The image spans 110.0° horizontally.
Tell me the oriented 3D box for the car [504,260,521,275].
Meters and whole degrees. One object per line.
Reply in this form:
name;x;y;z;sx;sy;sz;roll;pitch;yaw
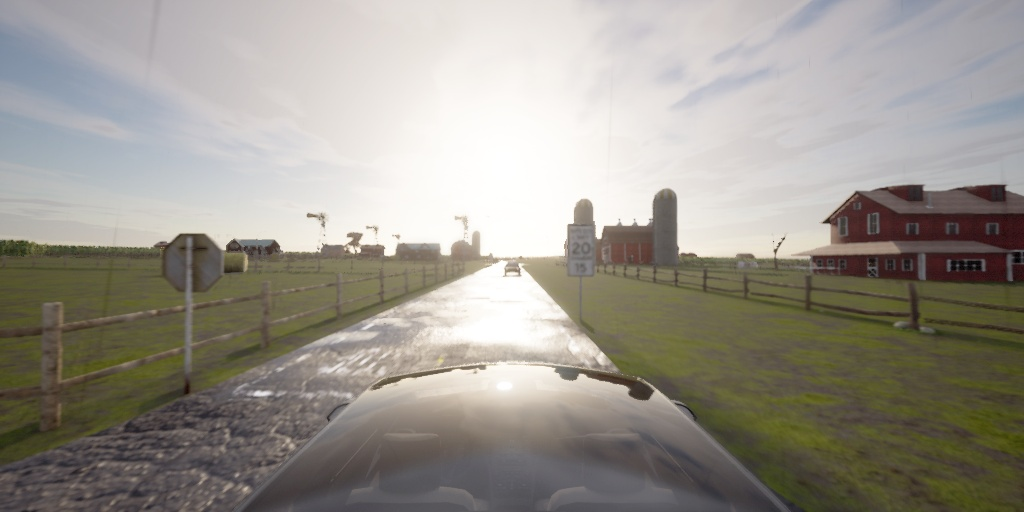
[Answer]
car;0.042;1.449;40.866;1.895;1.301;4.718;0;0;0
